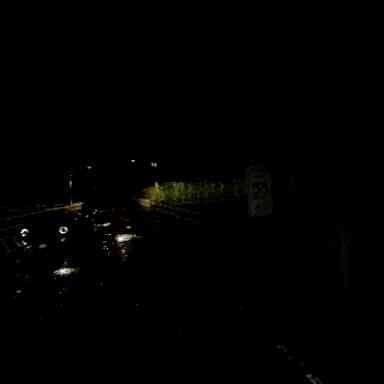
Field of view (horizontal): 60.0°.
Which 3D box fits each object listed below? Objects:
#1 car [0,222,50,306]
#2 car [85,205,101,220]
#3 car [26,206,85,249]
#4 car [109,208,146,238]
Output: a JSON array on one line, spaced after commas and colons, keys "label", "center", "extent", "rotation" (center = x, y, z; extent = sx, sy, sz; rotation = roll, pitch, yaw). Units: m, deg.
[{"label": "car", "center": [-4.782, 1.746, 7.101], "extent": [2.128, 1.511, 4.902], "rotation": [-3, 0, -12]}, {"label": "car", "center": [-10.587, 2.100, 34.308], "extent": [1.812, 1.442, 4.674], "rotation": [-3, 0, -12]}, {"label": "car", "center": [-6.728, 1.712, 16.144], "extent": [2.097, 1.767, 4.553], "rotation": [-3, 0, -11]}, {"label": "car", "center": [-3.751, 1.682, 19.368], "extent": [1.882, 1.535, 5.008], "rotation": [-3, 0, -12]}]
